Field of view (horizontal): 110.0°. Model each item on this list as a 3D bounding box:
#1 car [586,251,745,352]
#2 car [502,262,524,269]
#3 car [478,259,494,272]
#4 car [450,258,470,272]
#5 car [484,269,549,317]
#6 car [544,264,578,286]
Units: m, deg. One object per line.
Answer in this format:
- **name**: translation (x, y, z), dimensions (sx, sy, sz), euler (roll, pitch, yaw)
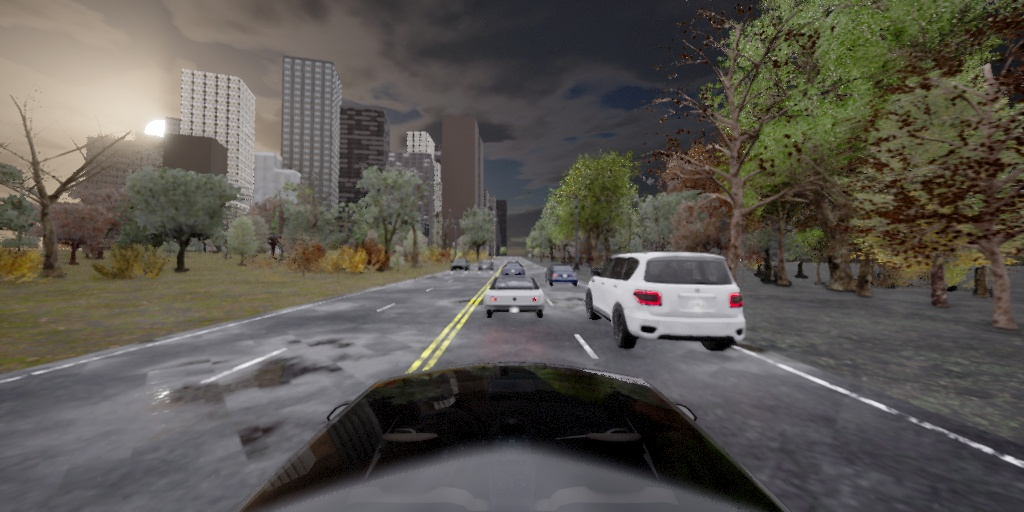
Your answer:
- **car**: translation (3.330, 0.923, 8.979), dimensions (2.150, 2.045, 5.566), euler (1, 0, 2)
- **car**: translation (0.083, 1.215, 30.591), dimensions (1.994, 1.385, 4.181), euler (0, -2, 0)
- **car**: translation (-3.332, 1.196, 46.214), dimensions (2.128, 1.511, 4.902), euler (0, 0, 0)
- **car**: translation (-6.582, 1.061, 45.827), dimensions (2.097, 1.767, 4.553), euler (0, 0, 0)
- **car**: translation (0.084, 1.344, 13.107), dimensions (1.895, 1.301, 4.718), euler (0, 0, 0)
- **car**: translation (3.325, 1.248, 24.808), dimensions (2.033, 1.411, 5.357), euler (0, 1, 1)
